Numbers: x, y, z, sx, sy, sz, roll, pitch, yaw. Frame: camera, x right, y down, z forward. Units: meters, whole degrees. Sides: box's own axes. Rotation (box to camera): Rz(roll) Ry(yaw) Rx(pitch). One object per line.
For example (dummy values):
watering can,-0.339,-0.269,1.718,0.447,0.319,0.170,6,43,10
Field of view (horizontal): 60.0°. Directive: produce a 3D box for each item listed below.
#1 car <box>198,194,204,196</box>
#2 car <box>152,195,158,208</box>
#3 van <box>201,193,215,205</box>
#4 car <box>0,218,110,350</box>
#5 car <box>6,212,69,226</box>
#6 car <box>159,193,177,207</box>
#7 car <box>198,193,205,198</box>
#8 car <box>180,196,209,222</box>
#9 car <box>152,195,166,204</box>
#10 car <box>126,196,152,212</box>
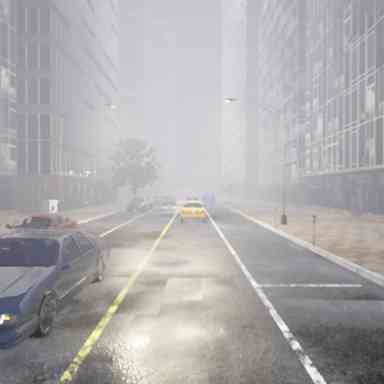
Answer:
car,0.091,1.328,41.948,2.033,1.411,5.357,0,0,0
car,-5.700,1.227,40.890,1.967,1.590,4.097,0,0,0
van,2.678,1.062,52.272,1.690,1.788,3.998,0,0,0
car,-3.101,1.515,6.777,2.033,1.411,5.357,0,0,0
car,-5.695,1.485,12.428,1.887,1.381,4.507,0,0,0
car,-3.098,1.299,47.045,2.033,1.411,5.357,0,0,0
car,2.671,1.026,92.121,1.802,1.307,4.206,0,0,0
car,0.095,1.333,24.828,1.801,1.575,5.366,0,0,0
car,-5.703,1.237,57.968,2.008,1.369,4.403,0,0,0
car,-5.699,1.259,35.198,1.967,1.590,4.097,0,0,0
